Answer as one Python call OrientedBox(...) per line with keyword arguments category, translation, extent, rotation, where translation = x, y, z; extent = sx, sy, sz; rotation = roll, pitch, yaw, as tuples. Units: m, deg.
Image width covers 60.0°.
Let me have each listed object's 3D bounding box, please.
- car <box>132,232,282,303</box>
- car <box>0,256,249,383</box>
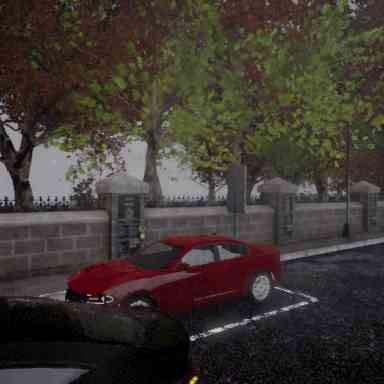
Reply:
OrientedBox(category="car", translation=(-0.137, 1.542, 6.617), extent=(4.507, 1.381, 1.887), rotation=(0, 0, -35))
OrientedBox(category="car", translation=(-2.011, 1.526, 1.938), extent=(4.674, 1.442, 1.812), rotation=(0, 0, -35))
